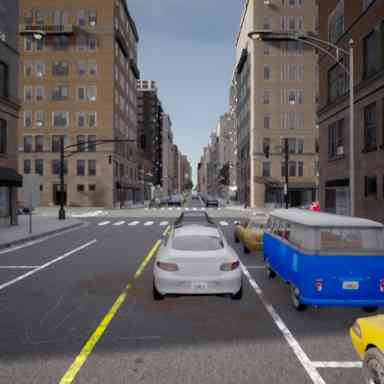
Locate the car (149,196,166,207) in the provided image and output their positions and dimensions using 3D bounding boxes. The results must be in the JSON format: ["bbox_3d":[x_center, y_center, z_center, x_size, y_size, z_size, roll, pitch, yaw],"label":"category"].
[{"bbox_3d":[-5.482,1.570,50.920,1.802,1.307,4.206,1,0,1],"label":"car"}]

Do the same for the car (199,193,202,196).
[{"bbox_3d":[3.579,1.518,89.517,2.008,1.369,4.403,1,0,1],"label":"car"}]

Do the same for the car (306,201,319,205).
[{"bbox_3d":[15.592,1.344,35.565,5.566,2.045,2.150,0,-1,0],"label":"car"}]

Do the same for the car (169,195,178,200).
[{"bbox_3d":[-4.946,1.534,89.621,1.947,1.339,4.313,1,0,1],"label":"car"}]

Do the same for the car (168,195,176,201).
[{"bbox_3d":[-5.024,1.497,83.922,1.752,1.417,4.829,1,0,1],"label":"car"}]

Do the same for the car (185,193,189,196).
[{"bbox_3d":[-2.338,1.334,72.034,2.097,1.767,4.553,0,0,1],"label":"car"}]

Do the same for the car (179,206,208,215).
[{"bbox_3d":[0.108,1.561,15.653,1.994,1.385,4.181,0,0,0],"label":"car"}]

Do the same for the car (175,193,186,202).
[{"bbox_3d":[-2.543,1.461,61.907,1.882,1.535,5.008,0,0,1],"label":"car"}]

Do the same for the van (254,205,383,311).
[{"bbox_3d":[2.685,1.340,7.469,1.690,1.788,3.998,1,0,0],"label":"van"}]

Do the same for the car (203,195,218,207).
[{"bbox_3d":[3.044,1.553,50.806,1.947,1.339,4.313,1,0,1],"label":"car"}]

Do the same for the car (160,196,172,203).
[{"bbox_3d":[-5.251,1.525,67.506,1.887,1.381,4.507,1,0,1],"label":"car"}]

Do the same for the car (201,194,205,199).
[{"bbox_3d":[3.196,1.533,61.866,2.008,1.369,4.403,1,0,1],"label":"car"}]

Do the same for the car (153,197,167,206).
[{"bbox_3d":[-5.405,1.552,56.448,1.947,1.339,4.313,1,0,1],"label":"car"}]

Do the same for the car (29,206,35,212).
[{"bbox_3d":[-17.925,1.358,32.369,4.892,1.490,1.837,0,-1,0],"label":"car"}]

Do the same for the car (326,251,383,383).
[{"bbox_3d":[2.678,1.525,1.965,1.752,1.417,4.829,1,0,0],"label":"car"}]

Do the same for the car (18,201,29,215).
[{"bbox_3d":[-17.255,1.353,29.121,4.674,1.442,1.812,0,-1,2],"label":"car"}]

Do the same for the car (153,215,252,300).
[{"bbox_3d":[0.085,1.524,8.296,1.812,1.442,4.674,0,0,-1],"label":"car"}]

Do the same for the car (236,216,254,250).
[{"bbox_3d":[2.689,1.523,13.312,1.752,1.417,4.829,1,0,0],"label":"car"}]

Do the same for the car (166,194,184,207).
[{"bbox_3d":[-2.702,1.465,52.247,1.882,1.535,5.008,0,0,1],"label":"car"}]

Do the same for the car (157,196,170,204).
[{"bbox_3d":[-5.328,1.534,61.977,2.008,1.369,4.403,1,0,1],"label":"car"}]

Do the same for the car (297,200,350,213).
[{"bbox_3d":[15.241,1.699,38.814,5.357,1.411,2.033,0,-1,0],"label":"car"}]

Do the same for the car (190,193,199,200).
[{"bbox_3d":[0.935,1.491,91.853,1.812,1.442,4.674,0,0,1],"label":"car"}]
